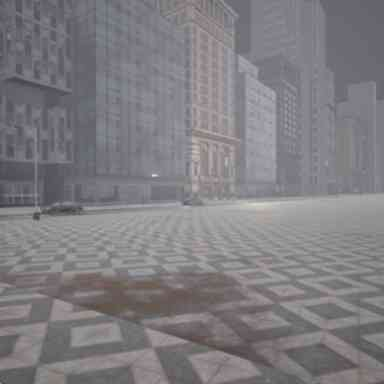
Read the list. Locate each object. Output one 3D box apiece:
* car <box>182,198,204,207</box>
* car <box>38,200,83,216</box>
[{"bbox_3d":[0.211,1.617,53.821,1.994,1.385,4.181,0,0,36],"label":"car"},{"bbox_3d":[-13.555,1.619,34.622,1.812,1.442,4.674,0,0,35],"label":"car"}]
